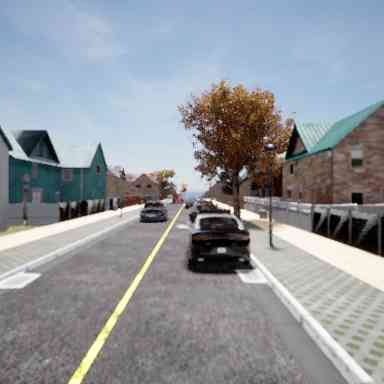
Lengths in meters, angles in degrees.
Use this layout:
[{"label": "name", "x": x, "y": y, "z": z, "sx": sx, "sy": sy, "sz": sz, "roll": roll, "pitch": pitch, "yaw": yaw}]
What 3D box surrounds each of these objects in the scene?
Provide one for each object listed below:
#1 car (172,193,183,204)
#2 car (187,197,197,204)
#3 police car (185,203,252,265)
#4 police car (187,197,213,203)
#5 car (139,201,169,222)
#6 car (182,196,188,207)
[{"label": "car", "x": -2.778, "y": 1.269, "z": 66.836, "sx": 2.150, "sy": 2.045, "sz": 5.566, "roll": 0, "pitch": 0, "yaw": 0}, {"label": "car", "x": -0.024, "y": 1.605, "z": 64.586, "sx": 1.994, "sy": 1.385, "sz": 4.181, "roll": 0, "pitch": 0, "yaw": 0}, {"label": "police car", "x": 0.820, "y": 1.401, "z": 11.779, "sx": 1.930, "sy": 1.638, "sz": 5.238, "roll": 0, "pitch": 0, "yaw": 0}, {"label": "police car", "x": 0.816, "y": 1.383, "z": 21.779, "sx": 1.930, "sy": 1.638, "sz": 5.238, "roll": 0, "pitch": 0, "yaw": 0}, {"label": "car", "x": -2.857, "y": 1.457, "z": 25.480, "sx": 1.837, "sy": 1.490, "sz": 4.892, "roll": 0, "pitch": 0, "yaw": 0}, {"label": "car", "x": -0.008, "y": 1.523, "z": 45.994, "sx": 2.033, "sy": 1.411, "sz": 5.357, "roll": 0, "pitch": 0, "yaw": 0}]
